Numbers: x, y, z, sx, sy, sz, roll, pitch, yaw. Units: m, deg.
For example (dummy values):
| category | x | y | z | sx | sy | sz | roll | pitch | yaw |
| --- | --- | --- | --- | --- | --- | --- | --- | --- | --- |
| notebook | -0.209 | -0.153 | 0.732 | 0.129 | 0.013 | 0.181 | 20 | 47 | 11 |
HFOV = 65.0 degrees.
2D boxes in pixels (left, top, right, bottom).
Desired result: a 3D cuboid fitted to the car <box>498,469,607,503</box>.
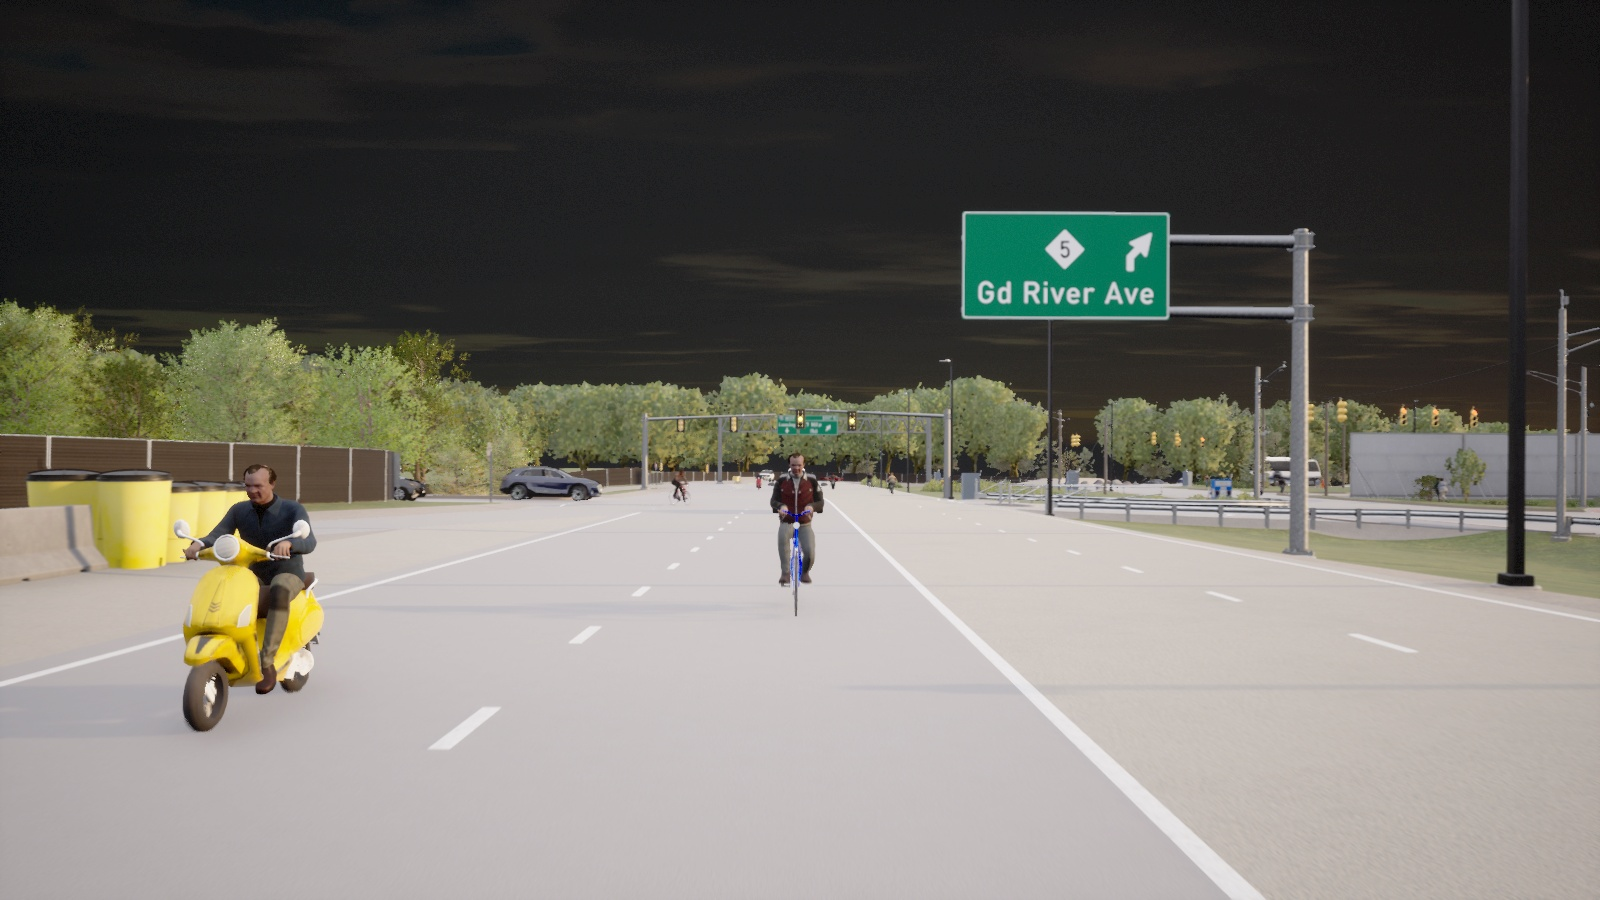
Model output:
| category | x | y | z | sx | sy | sz | roll | pitch | yaw |
| --- | --- | --- | --- | --- | --- | --- | --- | --- | --- |
| car | -11.959 | 1.731 | 60.936 | 4.856 | 1.649 | 2.033 | 0 | -1 | 2 |

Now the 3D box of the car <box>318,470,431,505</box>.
| category | x | y | z | sx | sy | sz | roll | pitch | yaw |
| --- | --- | --- | --- | --- | --- | --- | --- | --- | --- |
| car | -19.425 | 1.718 | 57.446 | 4.514 | 1.525 | 2.007 | 0 | 0 | -1 |

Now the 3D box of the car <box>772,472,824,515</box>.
| category | x | y | z | sx | sy | sz | roll | pitch | yaw |
| --- | --- | --- | --- | --- | --- | --- | --- | --- | --- |
| car | -0.080 | 1.582 | 46.921 | 1.837 | 1.490 | 4.892 | 0 | -1 | 0 |

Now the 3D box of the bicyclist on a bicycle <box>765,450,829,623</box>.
| category | x | y | z | sx | sy | sz | roll | pitch | yaw |
| --- | --- | --- | --- | --- | --- | --- | --- | --- | --- |
| bicyclist on a bicycle | -0.033 | 0.912 | 13.890 | 0.659 | 1.776 | 1.843 | 0 | -1 | 0 |

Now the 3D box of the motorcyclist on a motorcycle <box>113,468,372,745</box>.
| category | x | y | z | sx | sy | sz | roll | pitch | yaw |
| --- | --- | --- | --- | --- | --- | --- | --- | --- | --- |
| motorcyclist on a motorcycle | -3.519 | 0.916 | 8.140 | 0.866 | 1.590 | 1.817 | 0 | -1 | 0 |
